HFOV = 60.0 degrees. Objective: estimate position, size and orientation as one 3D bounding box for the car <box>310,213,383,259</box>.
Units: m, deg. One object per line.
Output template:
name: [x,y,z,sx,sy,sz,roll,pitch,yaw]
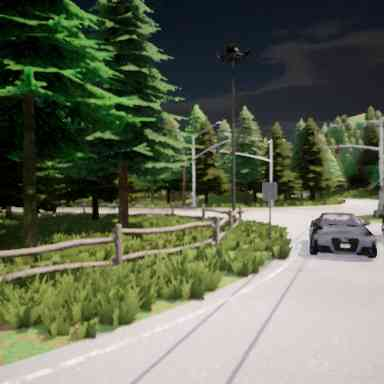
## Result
car: [5.401,1.466,12.197,1.994,1.385,4.181,0,0,19]
